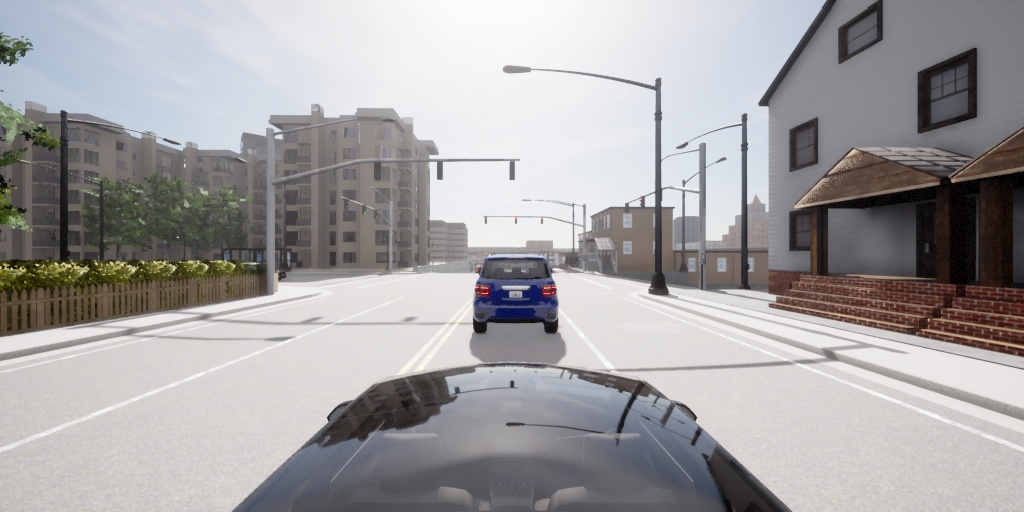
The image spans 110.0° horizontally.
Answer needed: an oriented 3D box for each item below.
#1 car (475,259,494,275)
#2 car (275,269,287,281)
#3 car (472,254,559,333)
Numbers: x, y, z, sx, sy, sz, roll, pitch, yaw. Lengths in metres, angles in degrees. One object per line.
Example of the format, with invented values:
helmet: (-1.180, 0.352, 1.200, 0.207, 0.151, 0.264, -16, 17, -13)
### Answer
car: (-3.561, 1.506, 46.897, 2.097, 1.767, 4.553, 1, -5, 0)
car: (-20.346, 1.255, 28.079, 4.892, 1.490, 1.837, 0, 0, 1)
car: (0.101, 0.971, 10.877, 2.150, 2.045, 5.566, 0, 0, 0)
